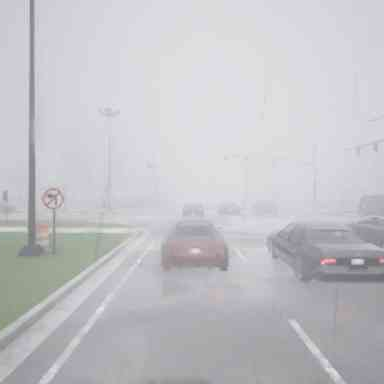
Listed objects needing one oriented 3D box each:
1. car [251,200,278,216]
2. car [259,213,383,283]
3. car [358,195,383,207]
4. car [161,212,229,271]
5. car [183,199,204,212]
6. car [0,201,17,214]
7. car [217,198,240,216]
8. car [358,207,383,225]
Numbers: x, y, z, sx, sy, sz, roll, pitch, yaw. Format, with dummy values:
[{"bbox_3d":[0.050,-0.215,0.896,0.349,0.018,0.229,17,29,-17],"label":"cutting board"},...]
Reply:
[{"bbox_3d":[7.098,1.541,32.842,2.128,1.511,4.902,0,0,0],"label":"car"},{"bbox_3d":[3.585,1.562,9.695,2.033,1.411,5.357,0,0,0],"label":"car"},{"bbox_3d":[16.752,1.264,28.037,5.566,2.045,2.150,0,-2,-16],"label":"car"},{"bbox_3d":[0.087,1.580,10.999,1.994,1.385,4.181,0,0,0],"label":"car"},{"bbox_3d":[0.097,1.648,31.251,1.895,1.301,4.718,0,0,0],"label":"car"},{"bbox_3d":[-21.233,1.552,35.288,4.892,1.490,1.837,2,0,1],"label":"car"},{"bbox_3d":[3.597,1.614,33.208,1.994,1.385,4.181,0,0,0],"label":"car"},{"bbox_3d":[7.088,1.509,11.933,2.128,1.511,4.902,0,0,0],"label":"car"}]
